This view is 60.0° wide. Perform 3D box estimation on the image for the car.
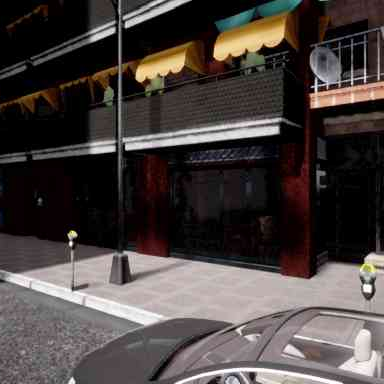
[{"bbox_3d":[0.894,1.551,2.234,4.403,1.369,2.008,0,0,36],"label":"car"}]
